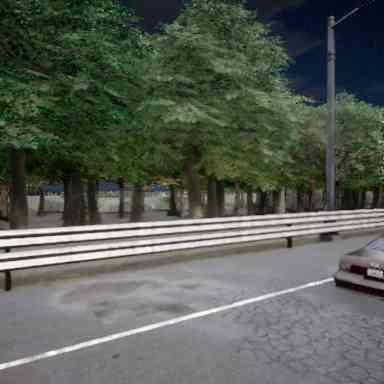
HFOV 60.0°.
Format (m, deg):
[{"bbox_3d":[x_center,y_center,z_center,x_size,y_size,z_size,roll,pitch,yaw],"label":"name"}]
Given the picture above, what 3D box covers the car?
[{"bbox_3d":[5.440,1.556,7.617,5.357,1.411,2.033,0,0,-35],"label":"car"}]
